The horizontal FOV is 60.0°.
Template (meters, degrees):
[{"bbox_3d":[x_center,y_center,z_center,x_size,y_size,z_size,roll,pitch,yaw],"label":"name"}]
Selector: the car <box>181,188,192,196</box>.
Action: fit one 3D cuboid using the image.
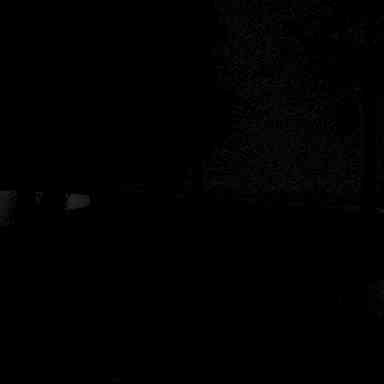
[{"bbox_3d":[-0.196,0.079,62.996,1.882,1.535,5.008,-2,3,-36],"label":"car"}]
